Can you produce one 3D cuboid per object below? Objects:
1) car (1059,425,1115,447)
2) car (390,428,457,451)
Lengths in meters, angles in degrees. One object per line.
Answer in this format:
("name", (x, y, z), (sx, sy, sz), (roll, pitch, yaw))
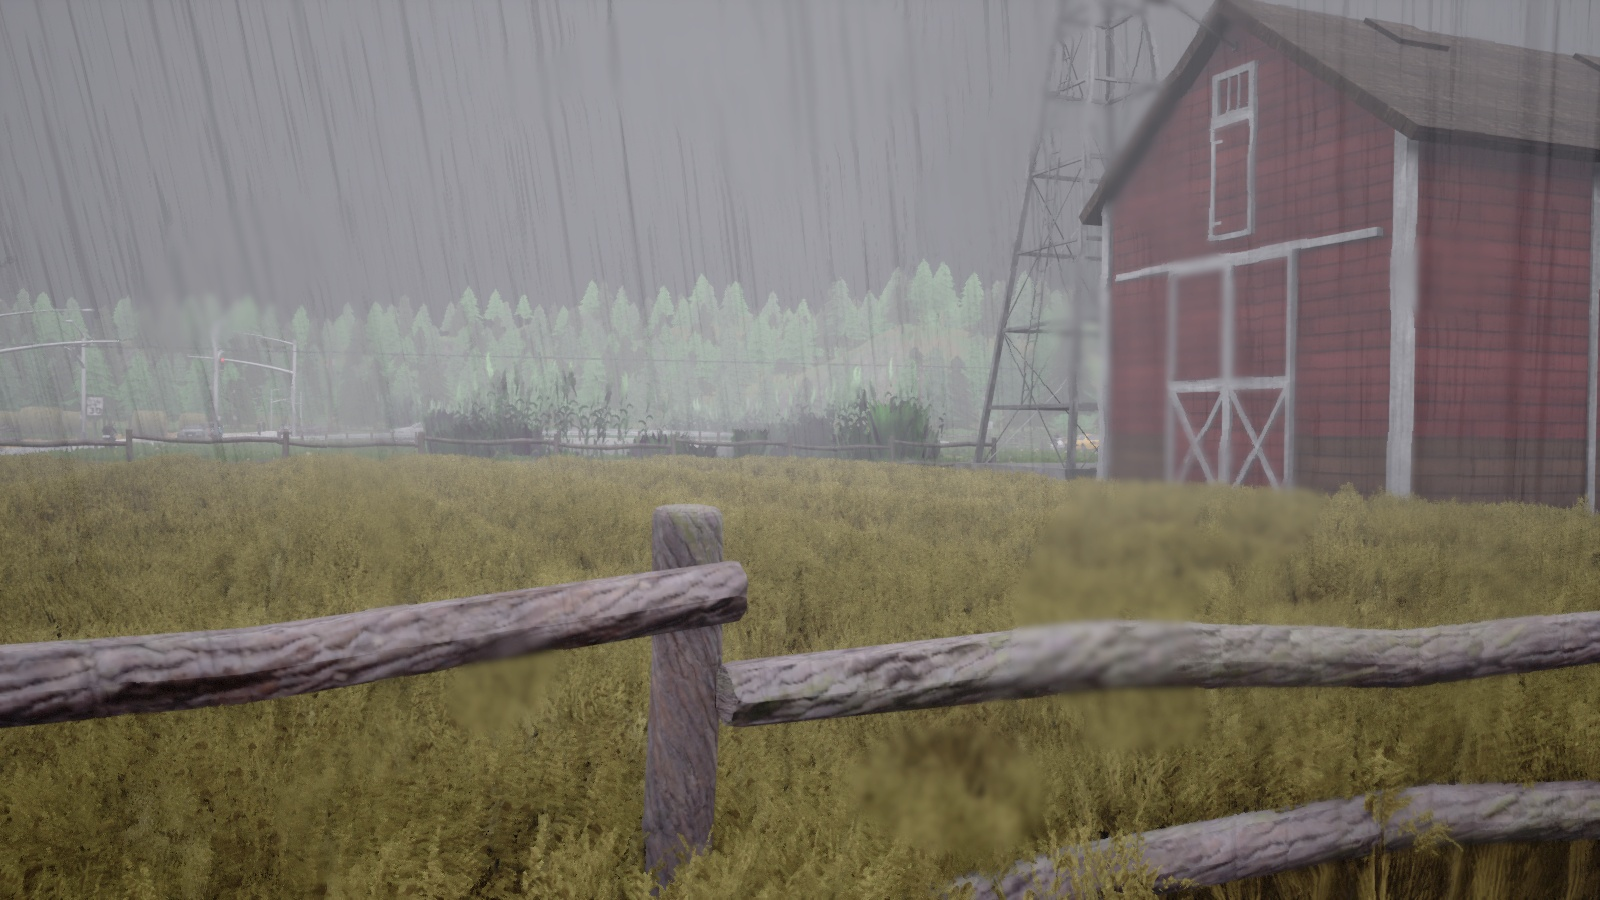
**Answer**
("car", (21.645, -1.041, 94.909), (1.801, 1.575, 5.366), (-1, 1, -15))
("car", (-28.051, -0.773, 93.741), (4.674, 1.442, 1.812), (-4, 2, -15))
